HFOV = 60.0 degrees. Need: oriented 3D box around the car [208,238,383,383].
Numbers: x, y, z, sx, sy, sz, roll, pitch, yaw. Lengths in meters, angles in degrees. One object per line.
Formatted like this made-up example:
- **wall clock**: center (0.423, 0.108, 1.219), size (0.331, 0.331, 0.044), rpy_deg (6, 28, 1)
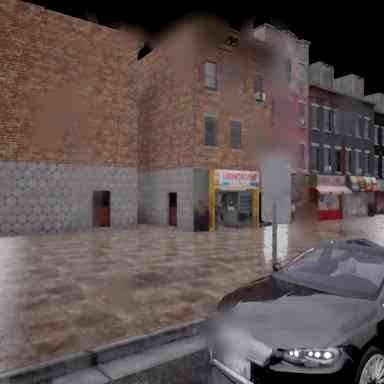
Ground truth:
- **car**: center (2.453, 1.491, 4.832), size (4.902, 1.511, 2.128), rpy_deg (0, 0, -36)
